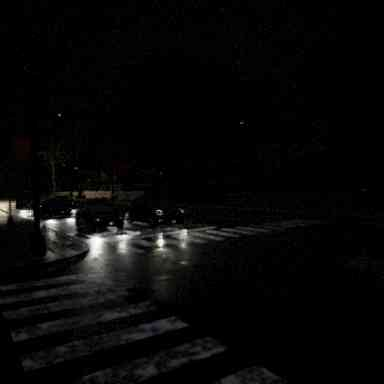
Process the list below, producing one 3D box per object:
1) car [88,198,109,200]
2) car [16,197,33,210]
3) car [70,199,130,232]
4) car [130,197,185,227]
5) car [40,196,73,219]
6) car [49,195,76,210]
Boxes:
[{"bbox_3d":[-8.065,1.262,29.137,2.128,1.511,4.902,-3,2,-35],"label":"car"},{"bbox_3d":[-20.782,1.349,41.587,2.128,1.511,4.902,-3,2,-35],"label":"car"},{"bbox_3d":[-5.746,1.446,20.245,1.812,1.442,4.674,-3,2,-34],"label":"car"},{"bbox_3d":[-2.390,1.146,21.198,2.097,1.767,4.553,-3,2,-37],"label":"car"},{"bbox_3d":[-11.897,1.398,28.932,1.837,1.490,4.892,-3,2,-35],"label":"car"},{"bbox_3d":[-15.460,1.242,39.629,1.837,1.490,4.892,-3,3,-35],"label":"car"}]
